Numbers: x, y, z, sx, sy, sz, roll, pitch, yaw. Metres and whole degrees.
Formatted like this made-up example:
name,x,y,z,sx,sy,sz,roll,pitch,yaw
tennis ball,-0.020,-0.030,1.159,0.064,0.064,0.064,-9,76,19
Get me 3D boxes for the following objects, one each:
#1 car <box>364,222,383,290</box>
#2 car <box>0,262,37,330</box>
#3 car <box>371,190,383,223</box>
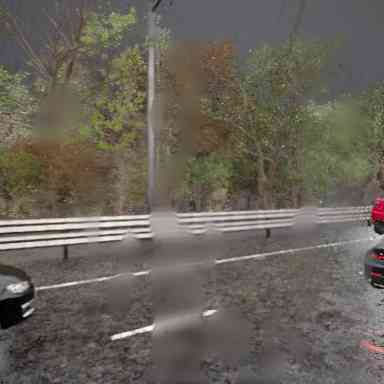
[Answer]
name,x,y,z,sx,sy,sz,roll,pitch,yaw
car,6.055,1.554,8.028,4.892,1.490,1.837,0,0,-35
car,-4.859,1.487,4.587,4.902,1.511,2.128,0,0,-35
car,10.487,1.037,15.319,5.566,2.045,2.150,7,3,-36
